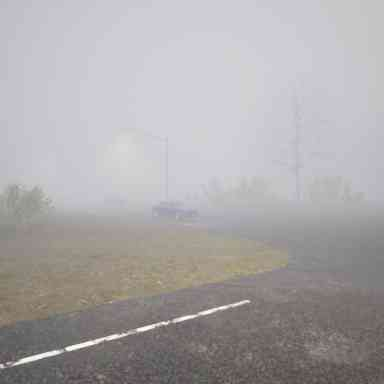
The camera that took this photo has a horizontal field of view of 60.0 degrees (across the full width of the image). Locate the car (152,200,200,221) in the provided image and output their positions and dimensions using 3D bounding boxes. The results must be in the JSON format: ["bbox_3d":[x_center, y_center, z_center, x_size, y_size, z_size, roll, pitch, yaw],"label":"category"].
[{"bbox_3d":[-1.369,1.398,26.597,1.882,1.535,5.008,0,0,-37],"label":"car"}]

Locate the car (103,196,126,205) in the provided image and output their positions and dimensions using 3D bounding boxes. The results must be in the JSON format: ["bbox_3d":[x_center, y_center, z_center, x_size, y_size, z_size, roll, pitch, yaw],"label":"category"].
[{"bbox_3d":[-12.414,1.322,52.783,2.033,1.411,5.357,0,0,-37],"label":"car"}]

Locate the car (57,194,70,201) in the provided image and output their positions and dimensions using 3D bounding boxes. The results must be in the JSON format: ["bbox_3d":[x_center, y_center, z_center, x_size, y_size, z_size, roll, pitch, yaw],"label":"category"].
[{"bbox_3d":[-28.776,1.113,74.399,1.837,1.490,4.892,0,0,-37],"label":"car"}]
